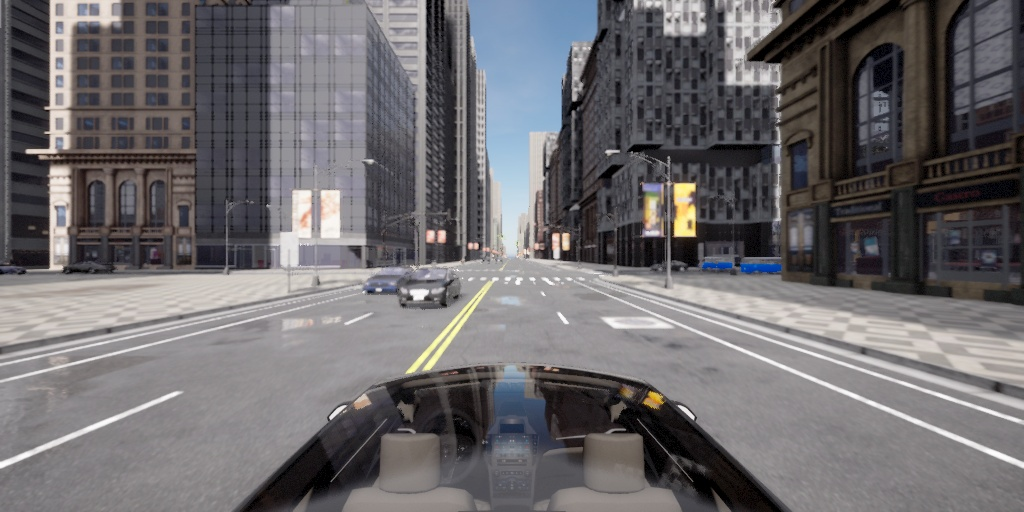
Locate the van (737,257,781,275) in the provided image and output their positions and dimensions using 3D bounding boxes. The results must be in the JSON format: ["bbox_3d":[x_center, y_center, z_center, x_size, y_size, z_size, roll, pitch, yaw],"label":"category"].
[{"bbox_3d":[24.715,1.017,35.202,3.998,1.789,1.690,0,0,0],"label":"van"}]

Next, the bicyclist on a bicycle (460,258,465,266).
[{"bbox_3d":[-8.777,1.174,63.513,0.866,1.612,1.509,0,0,0],"label":"bicyclist on a bicycle"}]

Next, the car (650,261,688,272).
[{"bbox_3d":[19.132,1.244,43.752,4.403,1.370,2.007,0,0,0],"label":"car"}]

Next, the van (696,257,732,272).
[{"bbox_3d":[24.751,1.023,43.727,3.998,1.789,1.690,0,0,0],"label":"van"}]

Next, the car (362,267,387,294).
[{"bbox_3d":[-6.561,1.289,20.369,2.033,1.411,5.357,0,0,0],"label":"car"}]

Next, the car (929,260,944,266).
[{"bbox_3d":[41.571,1.085,35.128,4.097,1.591,1.967,0,0,0],"label":"car"}]

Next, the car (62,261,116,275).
[{"bbox_3d":[-48.780,1.341,41.367,4.902,1.511,2.128,0,0,1],"label":"car"}]

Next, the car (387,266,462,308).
[{"bbox_3d":[-3.333,1.237,15.296,2.128,1.511,4.902,0,0,0],"label":"car"}]

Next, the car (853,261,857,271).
[{"bbox_3d":[35.952,1.237,35.153,4.207,1.307,1.802,0,0,0],"label":"car"}]
